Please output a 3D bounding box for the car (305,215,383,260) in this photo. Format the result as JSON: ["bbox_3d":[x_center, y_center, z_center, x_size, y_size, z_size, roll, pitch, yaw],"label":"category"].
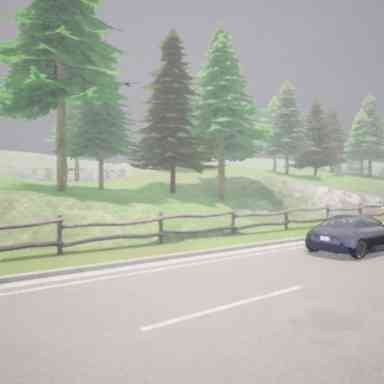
[{"bbox_3d":[6.149,1.543,12.476,4.181,1.385,1.994,0,0,-36],"label":"car"}]
